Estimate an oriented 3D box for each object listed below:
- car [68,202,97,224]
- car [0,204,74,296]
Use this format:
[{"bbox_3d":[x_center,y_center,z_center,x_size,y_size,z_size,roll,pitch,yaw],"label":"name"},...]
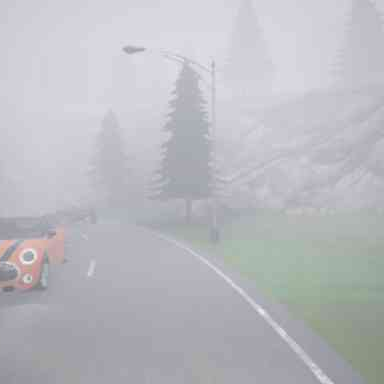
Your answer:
[{"bbox_3d":[-8.528,1.534,24.321,1.837,1.490,4.892,0,0,-38],"label":"car"},{"bbox_3d":[-4.646,1.375,8.800,2.097,1.767,4.553,-1,0,-12],"label":"car"}]
